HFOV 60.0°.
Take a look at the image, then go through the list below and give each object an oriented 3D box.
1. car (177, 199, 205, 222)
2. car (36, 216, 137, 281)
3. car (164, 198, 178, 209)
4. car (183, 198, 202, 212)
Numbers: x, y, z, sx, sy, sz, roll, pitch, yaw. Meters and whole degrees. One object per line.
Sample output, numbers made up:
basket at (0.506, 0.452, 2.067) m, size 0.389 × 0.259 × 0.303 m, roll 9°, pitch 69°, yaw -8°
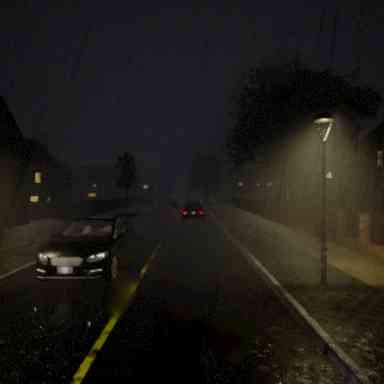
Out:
car at (0.102, 1.563, 26.691) m, size 2.033 × 1.411 × 5.357 m, roll 0°, pitch 0°, yaw 0°
car at (-2.843, 1.492, 9.885) m, size 2.128 × 1.511 × 4.902 m, roll 0°, pitch 0°, yaw 0°
car at (-2.773, 1.598, 46.582) m, size 2.033 × 1.411 × 5.357 m, roll 0°, pitch 0°, yaw 1°
car at (0.097, 1.530, 40.008) m, size 2.128 × 1.511 × 4.902 m, roll 0°, pitch 0°, yaw 0°
